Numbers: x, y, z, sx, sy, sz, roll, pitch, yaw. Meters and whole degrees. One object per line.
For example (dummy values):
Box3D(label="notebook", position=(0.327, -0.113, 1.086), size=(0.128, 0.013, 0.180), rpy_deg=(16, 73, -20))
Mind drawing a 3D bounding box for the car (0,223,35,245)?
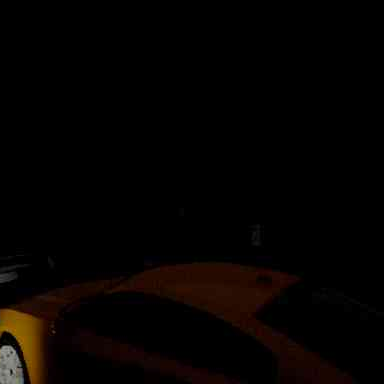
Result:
Box3D(label="car", position=(-4.626, 1.355, 6.419), size=(4.553, 1.767, 2.185), rpy_deg=(0, 0, 34))

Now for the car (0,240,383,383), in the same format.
Box3D(label="car", position=(-0.061, 1.478, 3.308), size=(5.008, 1.535, 2.097), rpy_deg=(0, 0, 35))
